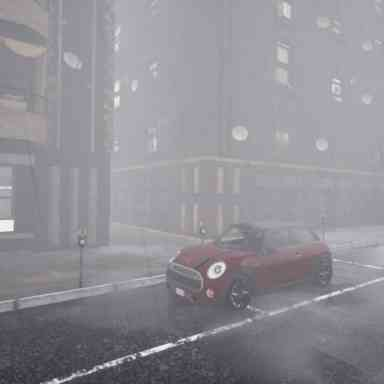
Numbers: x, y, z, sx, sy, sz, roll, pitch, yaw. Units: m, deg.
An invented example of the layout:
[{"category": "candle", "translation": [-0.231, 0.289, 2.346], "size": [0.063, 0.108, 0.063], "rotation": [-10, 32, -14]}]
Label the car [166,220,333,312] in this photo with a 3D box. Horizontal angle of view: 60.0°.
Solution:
[{"category": "car", "translation": [1.390, 1.442, 7.697], "size": [4.097, 1.590, 1.967], "rotation": [0, 1, -36]}]
